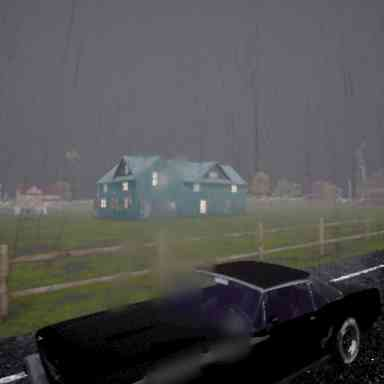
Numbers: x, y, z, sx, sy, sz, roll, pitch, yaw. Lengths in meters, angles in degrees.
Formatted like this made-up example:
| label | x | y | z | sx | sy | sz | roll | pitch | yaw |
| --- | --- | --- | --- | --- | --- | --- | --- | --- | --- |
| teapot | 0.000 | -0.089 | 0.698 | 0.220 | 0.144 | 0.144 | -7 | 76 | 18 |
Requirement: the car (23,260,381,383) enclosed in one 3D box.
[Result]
| label | x | y | z | sx | sy | sz | roll | pitch | yaw |
| --- | --- | --- | --- | --- | --- | --- | --- | --- | --- |
| car | 0.493 | 1.697 | 4.355 | 4.718 | 1.301 | 1.895 | 0 | -2 | -37 |
